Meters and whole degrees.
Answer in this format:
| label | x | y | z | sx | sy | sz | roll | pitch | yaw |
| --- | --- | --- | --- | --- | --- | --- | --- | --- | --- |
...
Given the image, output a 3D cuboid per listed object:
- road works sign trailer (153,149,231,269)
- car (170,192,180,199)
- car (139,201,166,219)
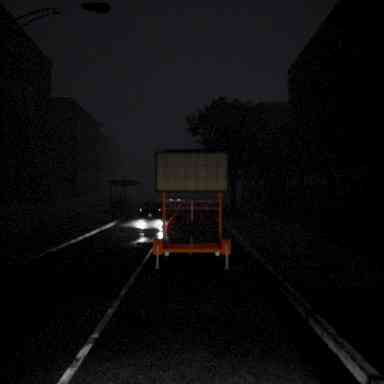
| label | x | y | z | sx | sy | sz | roll | pitch | yaw |
| --- | --- | --- | --- | --- | --- | --- | --- | --- | --- |
| road works sign trailer | 0.006 | 0.408 | 10.913 | 2.380 | 3.560 | 2.880 | 0 | 0 | 0 |
| car | -3.389 | 0.668 | 68.455 | 1.812 | 1.442 | 4.674 | 0 | 1 | 0 |
| car | -3.196 | 1.419 | 27.496 | 1.895 | 1.301 | 4.718 | 0 | 1 | 0 |
